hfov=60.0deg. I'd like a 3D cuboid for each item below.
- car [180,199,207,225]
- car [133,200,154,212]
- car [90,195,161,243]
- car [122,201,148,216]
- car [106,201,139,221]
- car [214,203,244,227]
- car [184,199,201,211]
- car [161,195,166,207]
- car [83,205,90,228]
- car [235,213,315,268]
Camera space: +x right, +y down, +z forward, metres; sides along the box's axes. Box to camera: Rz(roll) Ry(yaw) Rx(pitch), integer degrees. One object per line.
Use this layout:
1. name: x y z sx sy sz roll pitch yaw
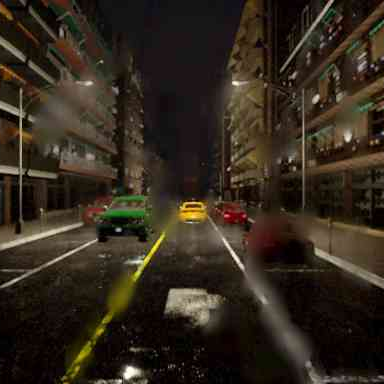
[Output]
1. car: 0.103 1.495 24.590 1.882 1.535 5.008 0 0 0
2. car: -5.684 1.622 39.431 1.802 1.307 4.206 0 0 0
3. car: -3.034 1.234 16.607 2.150 2.045 5.566 0 0 1
4. car: -5.684 1.596 33.742 1.947 1.339 4.313 0 0 0
5. car: -5.684 1.547 27.881 1.752 1.417 4.829 0 0 0
6. car: 2.696 1.598 22.359 1.802 1.307 4.206 0 0 0
7. car: 0.105 1.594 42.602 2.033 1.411 5.357 0 0 0
8. car: -5.683 1.381 50.811 2.192 1.841 5.009 0 0 0
9. car: -5.683 1.331 22.361 2.192 1.841 5.009 0 0 0
10. car: 2.695 1.589 10.978 1.802 1.307 4.206 0 0 0
